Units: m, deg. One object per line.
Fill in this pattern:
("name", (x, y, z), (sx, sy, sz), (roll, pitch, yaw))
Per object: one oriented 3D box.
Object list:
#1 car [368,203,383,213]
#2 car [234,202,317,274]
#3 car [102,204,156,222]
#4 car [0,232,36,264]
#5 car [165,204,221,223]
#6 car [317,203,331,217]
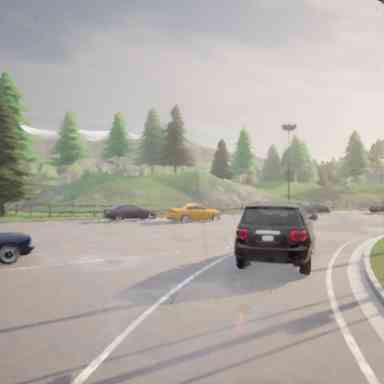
("car", (25.884, 2.164, 44.660), (5.357, 1.411, 2.033), (1, -1, -33))
("car", (3.028, 1.359, 11.475), (2.150, 2.045, 5.566), (0, 0, 21))
("car", (-5.361, 1.777, 28.606), (4.674, 1.442, 1.812), (1, -1, -33))
("car", (-7.573, 1.657, 10.497), (4.718, 1.301, 1.895), (1, -1, -33))
("car", (0.163, 1.759, 28.013), (5.008, 1.535, 1.882), (1, -1, -33))
("car", (15.817, 2.091, 42.314), (4.181, 1.385, 1.994), (1, -1, -33))
